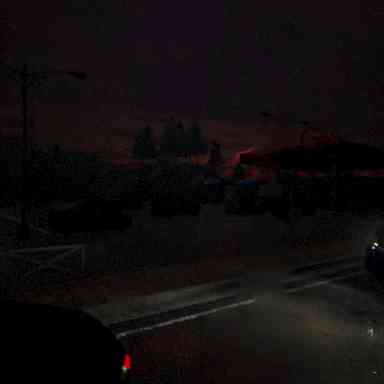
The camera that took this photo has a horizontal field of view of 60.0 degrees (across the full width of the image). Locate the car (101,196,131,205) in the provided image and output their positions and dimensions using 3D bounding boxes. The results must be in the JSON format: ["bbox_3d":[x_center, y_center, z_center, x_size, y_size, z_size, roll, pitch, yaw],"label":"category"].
[{"bbox_3d":[-14.368,1.519,63.084,5.027,1.636,2.152,0,0,-35],"label":"car"}]

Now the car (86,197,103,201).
[{"bbox_3d":[-13.795,1.503,48.981,3.633,1.501,1.845,0,0,-35],"label":"car"}]

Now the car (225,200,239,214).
[{"bbox_3d":[5.452,1.584,35.142,3.806,1.475,1.970,0,0,-35],"label":"car"}]

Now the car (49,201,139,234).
[{"bbox_3d":[-5.616,1.485,18.769,4.514,1.523,2.007,0,0,-35],"label":"car"}]

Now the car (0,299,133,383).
[{"bbox_3d":[-2.485,1.559,2.238,4.181,1.385,1.994,0,0,-35],"label":"car"}]

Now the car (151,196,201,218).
[{"bbox_3d":[-1.449,1.301,30.216,4.605,1.855,1.932,0,0,-35],"label":"car"}]

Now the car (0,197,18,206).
[{"bbox_3d":[-29.694,1.530,52.427,3.806,1.475,1.970,0,0,-35],"label":"car"}]

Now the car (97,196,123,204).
[{"bbox_3d":[-16.222,1.525,65.615,4.514,1.523,2.007,0,0,-35],"label":"car"}]

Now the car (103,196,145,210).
[{"bbox_3d":[-8.060,1.491,40.798,4.514,1.523,2.007,0,0,-35],"label":"car"}]

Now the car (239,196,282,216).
[{"bbox_3d":[6.873,1.302,32.075,3.866,1.878,1.905,0,0,-35],"label":"car"}]

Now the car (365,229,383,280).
[{"bbox_3d":[6.889,1.243,8.826,5.566,2.045,2.150,0,0,-35],"label":"car"}]
